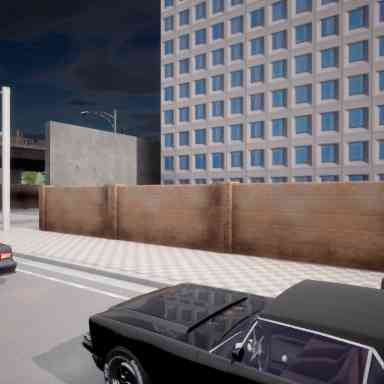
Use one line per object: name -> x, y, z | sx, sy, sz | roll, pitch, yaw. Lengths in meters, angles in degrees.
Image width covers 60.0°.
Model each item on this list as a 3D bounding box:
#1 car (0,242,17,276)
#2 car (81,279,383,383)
car -> -6.747, 1.547, 8.804 | 5.357, 1.411, 2.033 | 0, 0, 36
car -> 1.059, 1.601, 3.229 | 4.718, 1.301, 1.895 | 0, 0, 36
